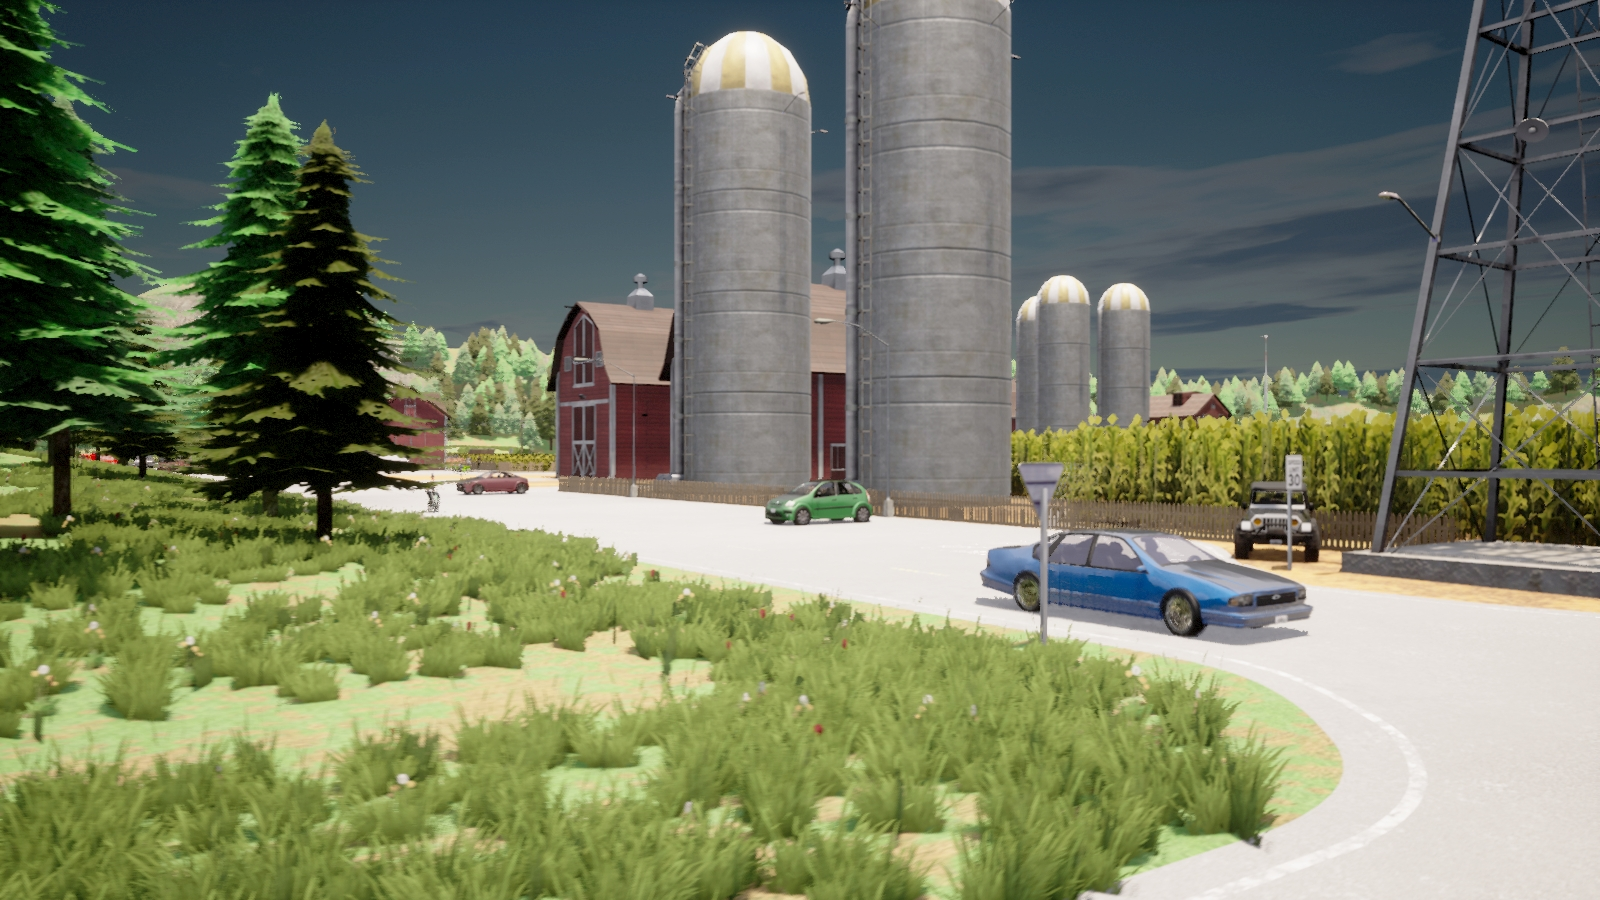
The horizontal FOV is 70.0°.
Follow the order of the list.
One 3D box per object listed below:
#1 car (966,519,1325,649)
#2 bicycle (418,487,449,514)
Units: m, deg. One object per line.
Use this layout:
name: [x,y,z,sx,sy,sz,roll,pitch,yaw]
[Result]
car: [5.217,1.969,18.105,2.033,1.411,5.357,0,0,-34]
bicycle: [-15.516,2.120,48.368,0.859,1.080,1.487,0,0,-34]
